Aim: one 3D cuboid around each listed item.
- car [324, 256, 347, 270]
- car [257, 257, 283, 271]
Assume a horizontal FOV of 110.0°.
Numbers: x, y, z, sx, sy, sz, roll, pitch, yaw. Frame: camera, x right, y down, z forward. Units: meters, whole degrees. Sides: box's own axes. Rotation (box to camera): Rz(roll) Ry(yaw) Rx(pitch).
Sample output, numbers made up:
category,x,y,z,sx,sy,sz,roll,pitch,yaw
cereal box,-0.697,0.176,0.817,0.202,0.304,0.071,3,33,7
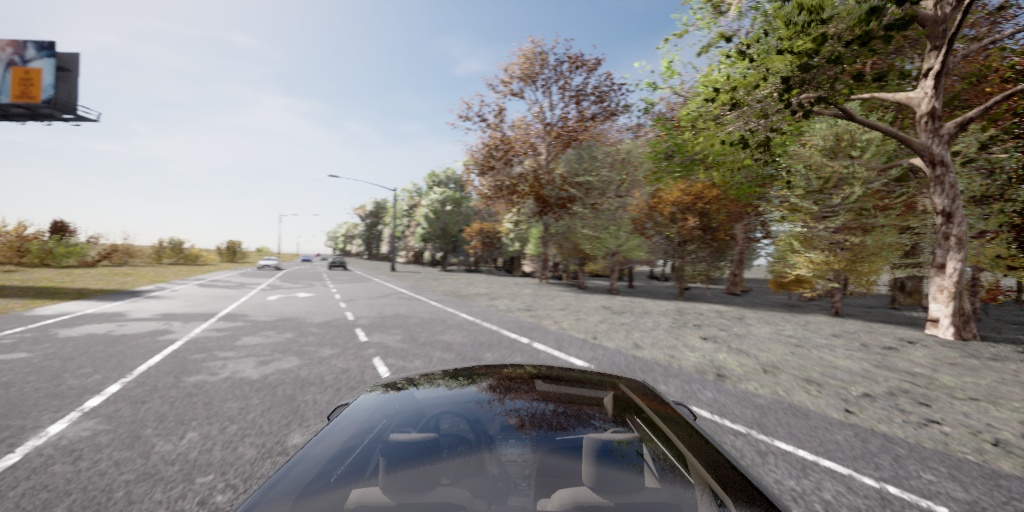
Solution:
category,x,y,z,sx,sy,sz,roll,pitch,yaw
car,-22.255,0.806,45.597,2.097,1.767,4.553,2,-1,-29
car,-26.271,0.804,38.915,1.812,1.442,4.674,2,0,-27
